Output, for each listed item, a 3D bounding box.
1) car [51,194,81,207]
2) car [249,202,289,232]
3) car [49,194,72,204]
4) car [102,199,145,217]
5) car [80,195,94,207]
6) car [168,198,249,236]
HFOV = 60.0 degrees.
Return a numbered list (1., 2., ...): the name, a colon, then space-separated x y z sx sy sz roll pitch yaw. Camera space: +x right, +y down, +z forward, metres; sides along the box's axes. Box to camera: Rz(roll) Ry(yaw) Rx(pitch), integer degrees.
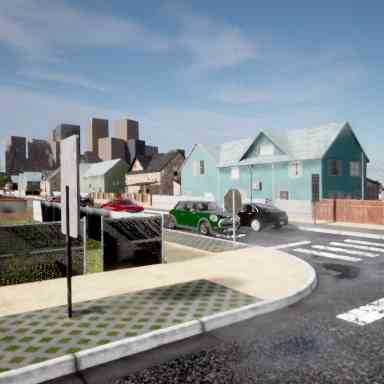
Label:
1. car: -15.265 1.296 39.925 1.895 1.301 4.718 -1 1 -36
2. car: 3.291 1.377 19.400 1.837 1.490 4.892 -1 1 -36
3. car: -20.504 1.049 51.821 2.128 1.511 4.902 -1 1 -36
4. car: -5.554 1.302 26.638 1.882 1.535 5.008 -1 1 -36
5. car: -14.355 1.129 43.515 2.128 1.511 4.902 -1 1 -36
6. car: 0.590 1.259 18.262 2.097 1.767 4.553 -1 1 -36
